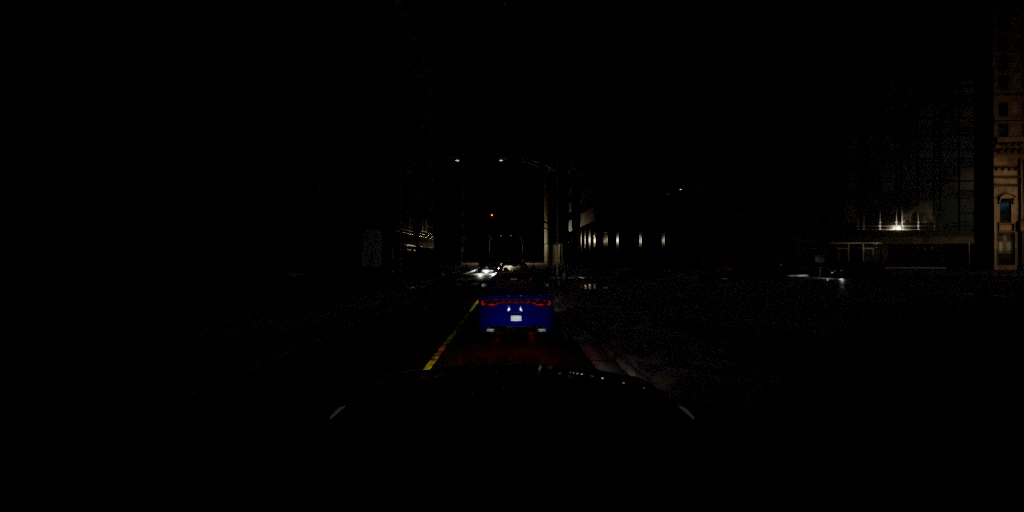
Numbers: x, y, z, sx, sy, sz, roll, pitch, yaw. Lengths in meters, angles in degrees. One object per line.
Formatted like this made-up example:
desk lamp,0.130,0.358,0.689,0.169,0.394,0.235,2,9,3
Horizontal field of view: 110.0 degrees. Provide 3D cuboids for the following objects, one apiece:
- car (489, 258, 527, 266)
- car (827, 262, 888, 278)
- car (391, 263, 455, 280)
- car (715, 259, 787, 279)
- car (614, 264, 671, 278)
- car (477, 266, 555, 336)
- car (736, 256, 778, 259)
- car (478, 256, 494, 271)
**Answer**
car,0.140,1.107,19.283,2.097,1.767,4.553,0,0,2
car,32.072,1.276,33.322,4.674,1.442,1.812,0,0,0
car,-7.607,1.300,30.712,5.357,1.411,2.033,0,0,-12
car,20.214,1.236,30.120,5.008,1.535,1.882,0,0,0
car,12.024,1.371,33.308,4.718,1.301,1.895,0,0,3
car,0.093,1.229,10.414,1.882,1.535,5.008,0,0,0
car,21.975,0.986,33.326,5.566,2.045,2.150,0,0,-1
car,-3.136,0.999,45.826,2.150,2.045,5.566,0,0,-2
